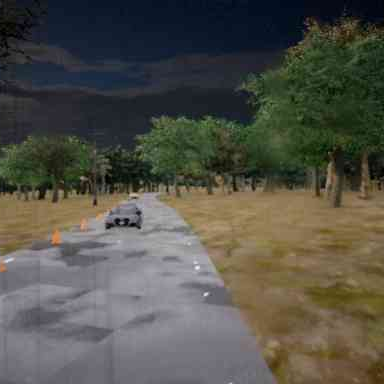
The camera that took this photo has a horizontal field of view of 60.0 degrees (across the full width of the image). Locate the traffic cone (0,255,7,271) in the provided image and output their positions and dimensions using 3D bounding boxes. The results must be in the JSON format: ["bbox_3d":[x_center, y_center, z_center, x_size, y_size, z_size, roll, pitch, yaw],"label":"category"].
[{"bbox_3d":[-5.523,1.926,9.487,0.340,0.580,0.340,0,0,-4],"label":"traffic cone"}]

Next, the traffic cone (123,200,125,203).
[{"bbox_3d":[-9.377,1.639,44.004,0.340,0.580,0.340,0,1,-9],"label":"traffic cone"}]

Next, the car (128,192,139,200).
[{"bbox_3d":[-11.999,0.830,68.124,1.882,1.535,5.008,-1,1,-15],"label":"car"}]

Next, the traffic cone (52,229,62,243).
[{"bbox_3d":[-5.875,1.896,14.440,0.340,0.580,0.340,0,0,-4],"label":"traffic cone"}]

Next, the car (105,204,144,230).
[{"bbox_3d":[-3.971,1.453,20.022,1.994,1.385,4.181,0,0,-5],"label":"car"}]

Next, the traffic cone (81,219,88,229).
[{"bbox_3d":[-6.289,1.860,19.385,0.340,0.580,0.340,0,0,-5],"label":"traffic cone"}]
